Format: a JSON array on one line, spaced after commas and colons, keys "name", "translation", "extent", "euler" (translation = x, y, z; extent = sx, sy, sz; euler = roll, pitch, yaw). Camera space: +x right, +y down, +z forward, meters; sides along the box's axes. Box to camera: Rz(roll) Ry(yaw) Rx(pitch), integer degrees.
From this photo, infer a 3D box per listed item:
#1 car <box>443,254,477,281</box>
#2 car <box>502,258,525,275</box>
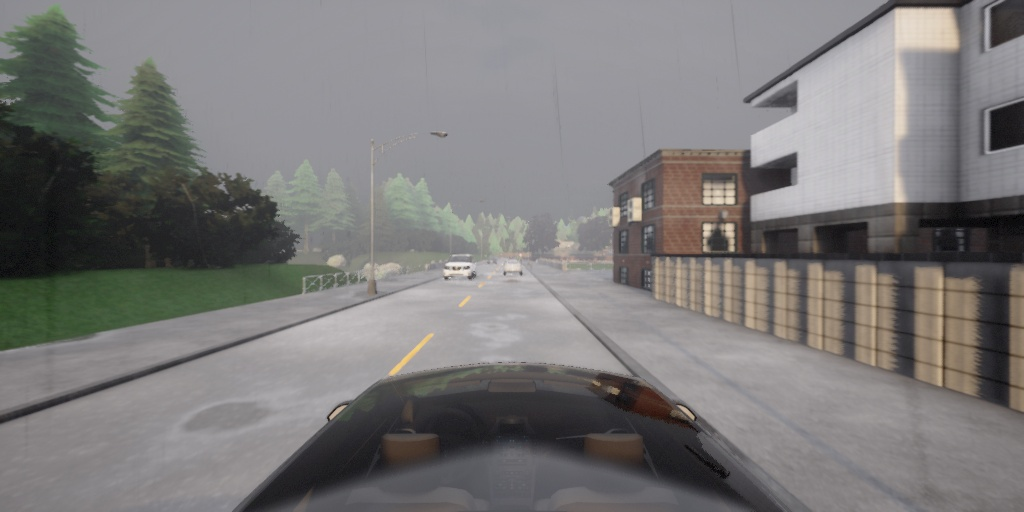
[{"name": "car", "translation": [-4.104, 0.865, 29.168], "extent": [2.150, 2.045, 5.566], "euler": [0, 0, 0]}, {"name": "car", "translation": [0.092, 1.136, 36.909], "extent": [1.812, 1.442, 4.674], "euler": [0, 0, 0]}]
